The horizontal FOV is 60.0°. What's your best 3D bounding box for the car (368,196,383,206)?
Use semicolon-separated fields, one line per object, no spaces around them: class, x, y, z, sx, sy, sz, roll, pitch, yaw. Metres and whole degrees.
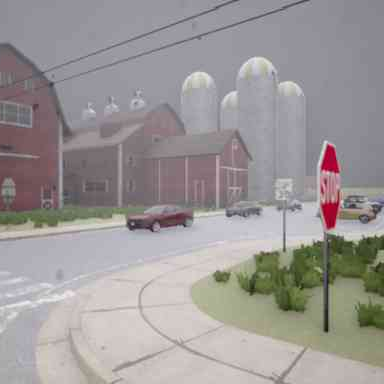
car;32.584;1.480;56.330;4.611;1.667;2.242;0;0;35

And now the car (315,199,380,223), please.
car;11.522;1.505;25.072;4.193;1.474;1.816;0;0;35

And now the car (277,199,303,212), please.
car;11.648;1.525;39.620;1.812;1.442;4.674;0;0;35

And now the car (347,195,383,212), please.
car;18.757;1.313;36.462;3.866;1.878;1.905;0;0;35

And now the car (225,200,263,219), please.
car;4.716;1.504;29.584;1.837;1.490;4.892;0;0;35

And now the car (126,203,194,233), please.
car;-1.806;1.477;20.107;1.882;1.535;5.008;0;0;35
